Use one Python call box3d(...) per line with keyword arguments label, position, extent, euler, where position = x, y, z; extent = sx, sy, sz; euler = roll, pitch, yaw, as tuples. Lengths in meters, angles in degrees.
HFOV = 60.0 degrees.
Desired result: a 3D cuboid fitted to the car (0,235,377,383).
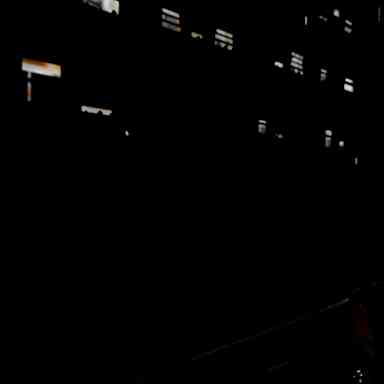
box3d(label="car", position=(-0.354, 1.364, 2.998), extent=(4.553, 1.767, 2.097), euler=(1, 0, -35))
